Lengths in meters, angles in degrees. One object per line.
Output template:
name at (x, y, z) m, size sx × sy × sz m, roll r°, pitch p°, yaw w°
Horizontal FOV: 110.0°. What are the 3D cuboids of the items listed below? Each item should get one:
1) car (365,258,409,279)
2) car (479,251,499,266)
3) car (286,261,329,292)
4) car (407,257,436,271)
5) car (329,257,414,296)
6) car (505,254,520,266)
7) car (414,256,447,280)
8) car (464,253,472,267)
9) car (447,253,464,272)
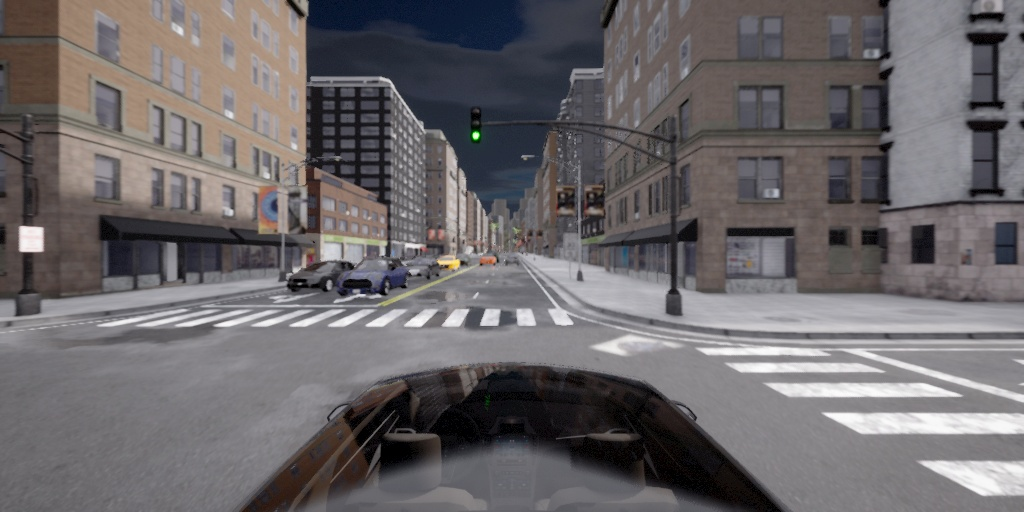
car at (-9.774, 0.898, 28.514) m, size 1.812 × 1.442 × 4.674 m, roll 0°, pitch 1°, yaw 1°
car at (-3.217, 0.409, 48.720) m, size 2.097 × 1.767 × 4.553 m, roll 0°, pitch 1°, yaw 0°
car at (-9.795, 1.013, 19.122) m, size 1.837 × 1.490 × 4.892 m, roll 0°, pitch 1°, yaw 3°
car at (-9.725, 0.823, 38.815) m, size 1.895 × 1.301 × 4.718 m, roll 0°, pitch 1°, yaw 0°
car at (-6.583, 0.877, 17.427) m, size 2.097 × 1.767 × 4.553 m, roll 0°, pitch 1°, yaw 0°
car at (0.034, 0.529, 49.475) m, size 2.128 × 1.511 × 4.902 m, roll 0°, pitch 1°, yaw 0°
car at (-6.541, 0.883, 26.568) m, size 2.128 × 1.511 × 4.902 m, roll 0°, pitch 1°, yaw 1°
car at (-6.469, 0.450, 46.573) m, size 2.097 × 1.767 × 4.553 m, roll 0°, pitch 1°, yaw 0°
car at (-6.477, 0.724, 36.542) m, size 1.882 × 1.535 × 5.008 m, roll 0°, pitch 1°, yaw 0°
